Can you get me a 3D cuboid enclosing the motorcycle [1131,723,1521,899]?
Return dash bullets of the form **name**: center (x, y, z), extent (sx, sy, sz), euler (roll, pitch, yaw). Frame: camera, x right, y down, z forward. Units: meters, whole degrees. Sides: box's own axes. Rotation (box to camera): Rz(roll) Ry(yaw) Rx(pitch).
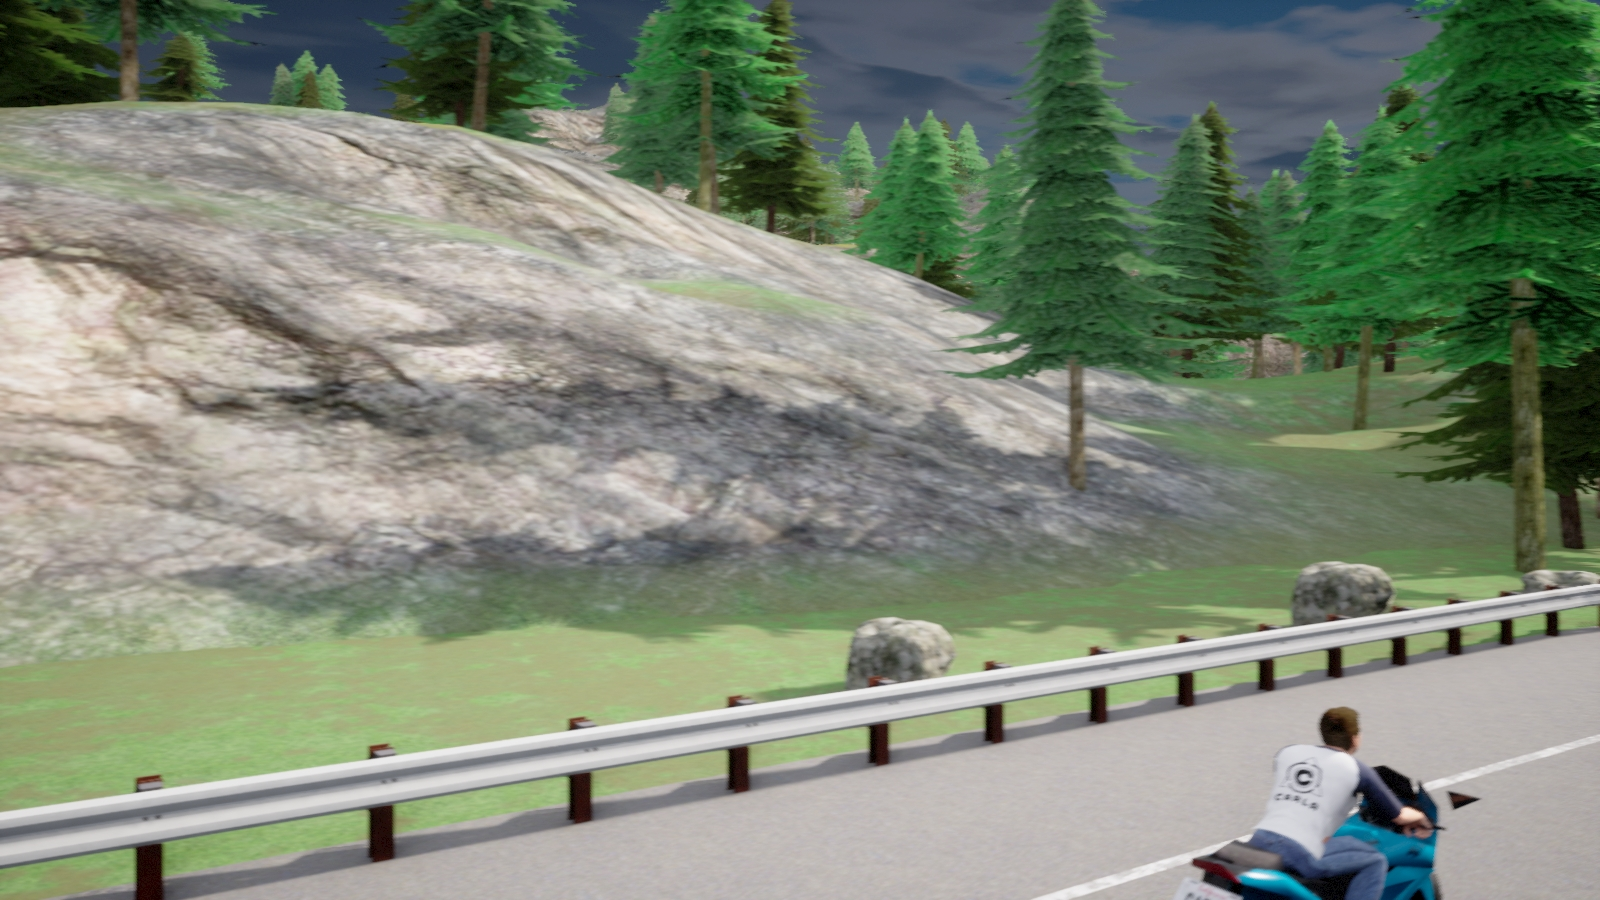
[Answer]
- **motorcycle**: center (2.639, 2.174, 5.650), extent (2.033, 1.217, 0.803), euler (0, 0, -34)
